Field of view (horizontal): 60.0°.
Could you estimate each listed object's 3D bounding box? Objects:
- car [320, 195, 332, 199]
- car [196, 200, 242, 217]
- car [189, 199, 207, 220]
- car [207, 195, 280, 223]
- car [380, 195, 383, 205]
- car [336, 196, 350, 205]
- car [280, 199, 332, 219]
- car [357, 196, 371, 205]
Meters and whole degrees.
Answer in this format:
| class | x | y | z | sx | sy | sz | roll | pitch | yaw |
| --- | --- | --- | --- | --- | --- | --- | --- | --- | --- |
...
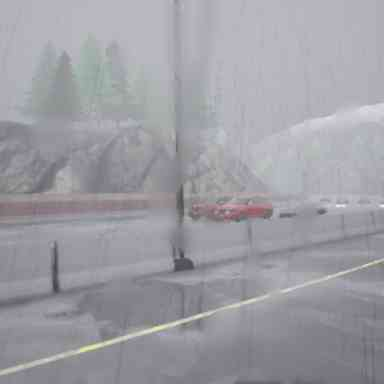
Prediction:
| class | x | y | z | sx | sy | sz | roll | pitch | yaw |
| --- | --- | --- | --- | --- | --- | --- | --- | --- | --- |
| car | 26.912 | 1.358 | 66.828 | 1.882 | 1.535 | 5.008 | -1 | 0 | 28 |
| car | 2.818 | 1.628 | 34.059 | 1.882 | 1.535 | 5.008 | -1 | 0 | 45 |
| car | 2.278 | 1.348 | 28.645 | 5.566 | 2.045 | 2.150 | -1 | 0 | -43 |
| car | 4.101 | 1.308 | 25.561 | 5.566 | 2.045 | 2.150 | -1 | 0 | -43 |
| car | 33.556 | 1.224 | 57.054 | 2.097 | 1.767 | 4.553 | -1 | -1 | 30 |
| car | 27.542 | 1.464 | 60.641 | 2.128 | 1.511 | 4.902 | -1 | 0 | 30 |
| car | 8.405 | 1.510 | 24.854 | 5.008 | 1.535 | 1.882 | 0 | -1 | -44 |
| car | 30.094 | 1.434 | 58.041 | 1.837 | 1.490 | 4.892 | -1 | 0 | 30 |
